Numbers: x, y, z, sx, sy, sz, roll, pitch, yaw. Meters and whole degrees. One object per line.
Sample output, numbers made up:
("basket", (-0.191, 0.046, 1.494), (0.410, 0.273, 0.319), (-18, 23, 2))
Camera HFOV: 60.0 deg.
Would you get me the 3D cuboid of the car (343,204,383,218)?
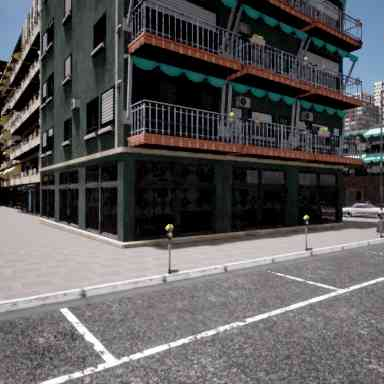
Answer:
("car", (16.787, 1.791, 31.906), (1.895, 1.301, 4.718), (0, -1, -36))
